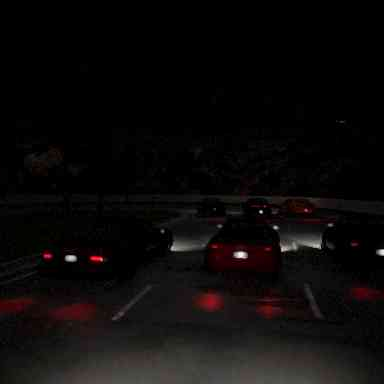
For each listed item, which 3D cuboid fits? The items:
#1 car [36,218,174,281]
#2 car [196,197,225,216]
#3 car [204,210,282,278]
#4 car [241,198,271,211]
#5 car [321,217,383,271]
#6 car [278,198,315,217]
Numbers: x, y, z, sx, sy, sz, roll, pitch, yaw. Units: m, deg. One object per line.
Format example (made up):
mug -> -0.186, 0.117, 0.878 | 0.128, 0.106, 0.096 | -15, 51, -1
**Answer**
car -> -2.064, 1.458, 9.626 | 2.033, 1.411, 5.357 | 0, 1, 13
car -> 1.623, 1.215, 29.528 | 1.882, 1.535, 5.008 | 1, 0, -6
car -> 1.626, 1.475, 9.984 | 1.994, 1.385, 4.181 | 0, 1, 13
car -> 5.357, 1.259, 28.063 | 1.837, 1.490, 4.892 | 1, 0, 1
car -> 5.295, 1.477, 10.342 | 1.994, 1.385, 4.181 | 0, 1, 14
car -> 8.841, 1.233, 28.471 | 1.882, 1.535, 5.008 | 1, 0, -2
